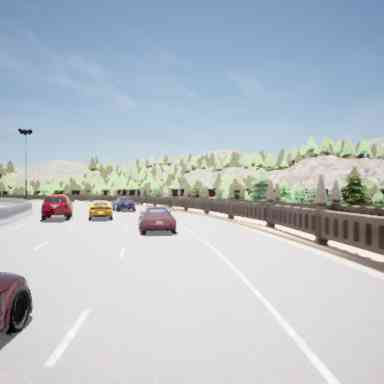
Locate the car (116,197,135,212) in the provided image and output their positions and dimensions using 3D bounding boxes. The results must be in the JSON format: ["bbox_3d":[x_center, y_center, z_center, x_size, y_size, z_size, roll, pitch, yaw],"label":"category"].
[{"bbox_3d":[-8.283,1.381,40.047,2.097,1.767,4.553,0,0,-22],"label":"car"}]

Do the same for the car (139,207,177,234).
[{"bbox_3d":[-2.075,1.572,19.406,1.994,1.385,4.181,0,0,-11],"label":"car"}]

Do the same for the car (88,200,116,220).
[{"bbox_3d":[-7.961,1.506,28.877,1.882,1.535,5.008,0,0,-16],"label":"car"}]

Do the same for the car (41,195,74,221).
[{"bbox_3d":[-11.407,1.263,28.325,2.150,2.045,5.566,0,0,-17],"label":"car"}]

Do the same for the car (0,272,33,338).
[{"bbox_3d":[-3.693,1.577,4.087,1.994,1.385,4.181,0,0,-2],"label":"car"}]
